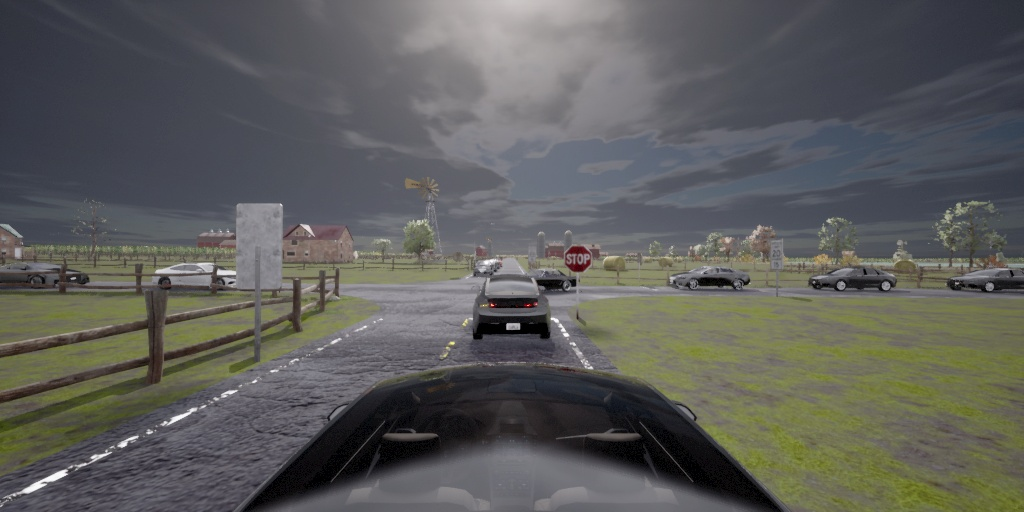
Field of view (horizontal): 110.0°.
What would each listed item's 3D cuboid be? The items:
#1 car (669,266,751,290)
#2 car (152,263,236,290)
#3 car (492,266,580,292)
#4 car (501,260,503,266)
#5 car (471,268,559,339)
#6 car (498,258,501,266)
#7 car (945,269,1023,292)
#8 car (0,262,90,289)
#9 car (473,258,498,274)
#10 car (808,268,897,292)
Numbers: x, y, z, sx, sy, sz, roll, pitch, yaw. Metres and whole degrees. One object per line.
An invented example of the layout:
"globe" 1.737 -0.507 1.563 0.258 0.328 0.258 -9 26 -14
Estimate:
"car" 12.797 1.397 23.329 4.902 1.511 2.128 1 -1 -2
"car" -17.244 1.103 20.010 4.674 1.442 1.812 1 -1 -1
"car" 1.499 1.369 20.100 4.718 1.301 1.895 1 0 -35
"car" -2.823 1.240 55.729 2.128 1.511 4.902 0 0 0
"car" -0.074 1.256 10.054 1.837 1.490 4.892 0 0 -2
"car" -2.854 1.241 46.187 2.128 1.511 4.902 0 0 0
"car" 31.702 1.587 23.622 4.892 1.490 1.837 1 -1 -1
"car" -26.364 1.048 19.888 4.181 1.385 1.994 1 -1 -1
"car" -2.861 1.243 36.741 2.128 1.511 4.902 0 0 0
"car" 22.199 1.499 23.501 4.892 1.490 1.837 1 -1 -1
